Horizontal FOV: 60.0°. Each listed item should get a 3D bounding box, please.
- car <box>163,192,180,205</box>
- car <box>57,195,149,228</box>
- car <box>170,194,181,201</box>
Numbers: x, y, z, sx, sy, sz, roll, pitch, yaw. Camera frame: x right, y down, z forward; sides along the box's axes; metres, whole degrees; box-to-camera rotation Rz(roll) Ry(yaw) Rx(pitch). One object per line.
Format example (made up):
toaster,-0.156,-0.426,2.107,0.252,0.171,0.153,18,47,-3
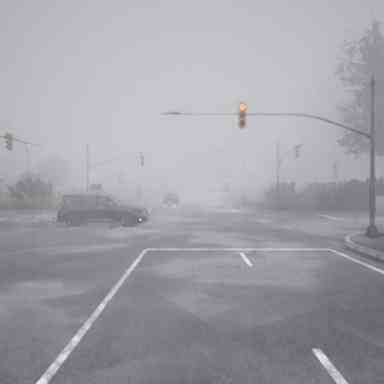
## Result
car,-3.533,0.983,54.942,2.150,2.045,5.566,0,0,0
car,-5.528,1.184,20.805,5.566,2.045,2.150,0,0,3
car,-3.453,1.229,70.972,2.033,1.411,5.357,0,0,0
